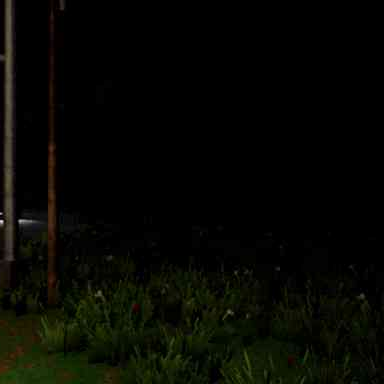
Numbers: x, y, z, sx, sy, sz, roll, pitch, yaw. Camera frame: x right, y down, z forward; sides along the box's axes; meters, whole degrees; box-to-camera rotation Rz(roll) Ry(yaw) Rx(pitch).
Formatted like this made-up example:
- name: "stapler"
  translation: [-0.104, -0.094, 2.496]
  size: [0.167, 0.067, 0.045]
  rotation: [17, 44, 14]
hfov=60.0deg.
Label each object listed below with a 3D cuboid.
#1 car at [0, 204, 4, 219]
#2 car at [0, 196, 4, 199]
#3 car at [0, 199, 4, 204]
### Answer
- name: "car"
  translation: [-12.530, 1.574, 18.699]
  size: [1.895, 1.301, 4.718]
  rotation: [0, 0, -13]
- name: "car"
  translation: [-26.062, 1.325, 43.696]
  size: [4.553, 1.767, 2.097]
  rotation: [0, 0, 39]
- name: "car"
  translation: [-16.128, 1.537, 28.015]
  size: [1.994, 1.385, 4.181]
  rotation: [0, 0, -33]
